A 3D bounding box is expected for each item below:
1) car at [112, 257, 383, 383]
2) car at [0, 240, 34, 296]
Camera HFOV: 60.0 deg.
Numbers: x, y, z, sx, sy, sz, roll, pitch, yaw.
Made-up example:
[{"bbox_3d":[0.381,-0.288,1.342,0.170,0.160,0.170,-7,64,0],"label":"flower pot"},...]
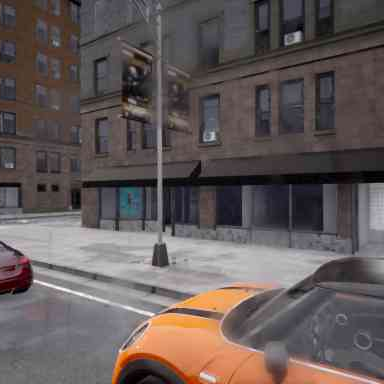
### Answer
[{"bbox_3d":[1.457,1.352,2.647,4.553,1.767,2.097,0,0,36],"label":"car"},{"bbox_3d":[-5.482,1.564,7.582,4.181,1.385,1.994,0,0,36],"label":"car"}]
